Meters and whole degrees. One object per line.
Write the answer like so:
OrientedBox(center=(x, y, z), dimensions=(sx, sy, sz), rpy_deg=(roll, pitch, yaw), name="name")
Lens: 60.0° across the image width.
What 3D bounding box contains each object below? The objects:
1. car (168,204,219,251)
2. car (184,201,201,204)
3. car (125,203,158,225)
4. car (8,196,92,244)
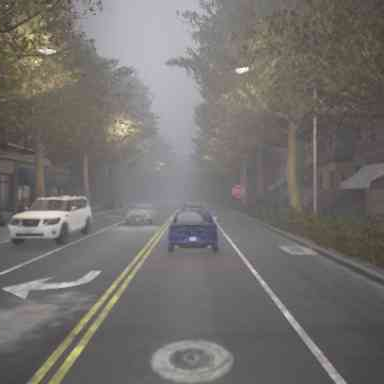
OrientedBox(center=(0.057, 1.481, 14.087), dimensions=(1.882, 1.535, 5.008), rpy_deg=(0, 0, 0), name="car")
OrientedBox(center=(0.050, 1.498, 27.853), dimensions=(2.128, 1.511, 4.902), rpy_deg=(0, 0, 0), name="car")
OrientedBox(center=(-3.544, 1.531, 24.056), dimensions=(1.812, 1.442, 4.674), rpy_deg=(0, 0, 1), name="car")
OrientedBox(center=(-6.549, 1.232, 16.126), dimensions=(2.435, 2.045, 5.566), rpy_deg=(0, 0, 0), name="car")
